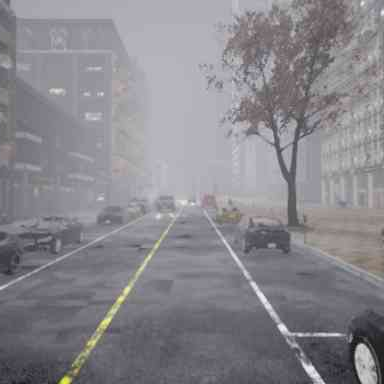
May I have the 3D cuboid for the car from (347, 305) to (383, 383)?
[{"bbox_3d":[2.703,1.557,2.308,2.008,1.369,4.403,1,0,0],"label":"car"}]

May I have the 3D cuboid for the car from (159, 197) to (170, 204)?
[{"bbox_3d":[-5.640,1.749,69.150,1.947,1.339,4.313,1,0,0],"label":"car"}]

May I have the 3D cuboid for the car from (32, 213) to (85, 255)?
[{"bbox_3d":[-5.671,1.584,13.454,2.008,1.369,4.403,1,0,0],"label":"car"}]

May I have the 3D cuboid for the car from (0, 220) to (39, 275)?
[{"bbox_3d":[-5.675,1.585,7.884,1.947,1.339,4.313,1,0,0],"label":"car"}]

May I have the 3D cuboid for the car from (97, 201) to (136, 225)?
[{"bbox_3d":[-5.665,1.627,24.593,1.947,1.339,4.313,1,0,0],"label":"car"}]

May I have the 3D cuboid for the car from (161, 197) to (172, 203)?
[{"bbox_3d":[-5.637,1.750,74.719,2.008,1.369,4.403,1,0,0],"label":"car"}]

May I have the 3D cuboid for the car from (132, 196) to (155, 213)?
[{"bbox_3d":[-5.655,1.406,35.733,2.192,1.841,5.009,1,0,0],"label":"car"}]

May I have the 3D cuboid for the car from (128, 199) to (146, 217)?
[{"bbox_3d":[-5.661,1.601,29.992,1.752,1.417,4.829,1,0,0],"label":"car"}]

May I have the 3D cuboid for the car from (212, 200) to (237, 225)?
[{"bbox_3d":[2.716,1.587,24.758,1.752,1.417,4.829,1,0,0],"label":"car"}]

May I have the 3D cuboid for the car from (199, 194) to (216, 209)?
[{"bbox_3d":[2.421,1.354,48.581,2.150,2.045,5.566,0,0,0],"label":"car"}]

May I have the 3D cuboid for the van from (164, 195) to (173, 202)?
[{"bbox_3d":[-5.630,1.556,80.290,1.690,1.788,3.998,1,0,0],"label":"van"}]

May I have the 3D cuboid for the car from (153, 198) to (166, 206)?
[{"bbox_3d":[-5.646,1.696,58.010,1.887,1.381,4.507,1,0,0],"label":"car"}]

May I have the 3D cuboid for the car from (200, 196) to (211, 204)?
[{"bbox_3d":[2.742,1.623,69.145,1.967,1.590,4.097,1,0,0],"label":"car"}]

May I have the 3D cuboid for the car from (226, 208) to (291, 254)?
[{"bbox_3d":[2.709,1.584,13.448,2.008,1.369,4.403,1,0,0],"label":"car"}]

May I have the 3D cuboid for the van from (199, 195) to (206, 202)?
[{"bbox_3d":[2.754,1.572,85.854,1.690,1.788,3.998,1,0,0],"label":"van"}]

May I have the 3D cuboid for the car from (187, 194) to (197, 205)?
[{"bbox_3d":[0.038,1.662,65.656,2.128,1.511,4.902,0,0,0],"label":"car"}]

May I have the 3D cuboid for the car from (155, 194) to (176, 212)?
[{"bbox_3d":[-3.069,1.324,40.100,2.150,2.045,5.566,0,0,0],"label":"car"}]

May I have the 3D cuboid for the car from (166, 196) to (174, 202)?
[{"bbox_3d":[-5.629,1.756,85.689,1.752,1.417,4.829,1,0,0],"label":"car"}]
